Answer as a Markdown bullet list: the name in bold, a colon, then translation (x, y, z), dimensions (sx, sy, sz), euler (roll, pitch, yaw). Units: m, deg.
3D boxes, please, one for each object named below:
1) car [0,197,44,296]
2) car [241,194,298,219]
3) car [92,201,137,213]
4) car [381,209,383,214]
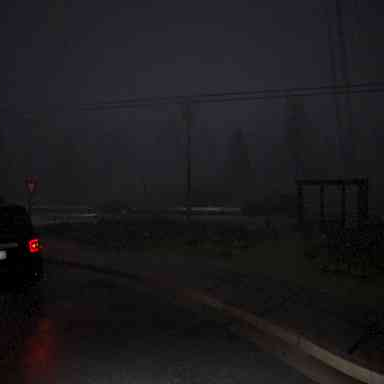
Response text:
- **car**: translation (-5.584, 1.217, 7.440), dimensions (5.566, 2.045, 2.150), euler (0, 0, 36)
- **car**: translation (7.031, 1.212, 28.309), dimensions (5.566, 2.045, 2.150), euler (0, 0, 15)
- **car**: translation (-7.372, 1.549, 31.865), dimensions (4.181, 1.385, 1.994), euler (0, 0, 14)
- **car**: translation (15.430, 1.518, 22.468), dimensions (4.674, 1.442, 1.812), euler (0, 0, 14)
